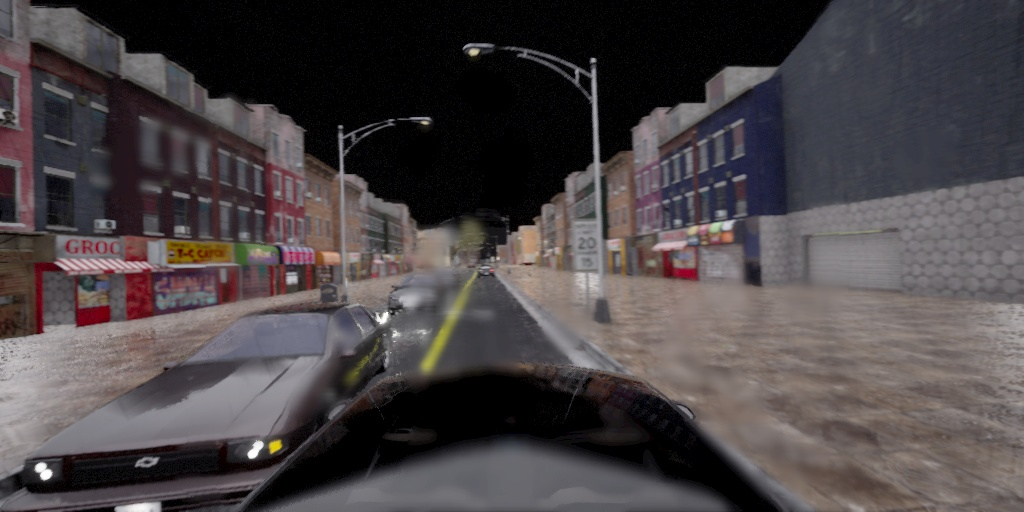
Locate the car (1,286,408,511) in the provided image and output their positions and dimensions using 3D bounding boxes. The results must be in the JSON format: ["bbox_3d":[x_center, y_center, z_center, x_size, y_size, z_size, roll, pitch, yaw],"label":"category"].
[{"bbox_3d":[-2.992,1.427,5.129,2.033,1.411,5.357,-2,-1,-8],"label":"car"}]

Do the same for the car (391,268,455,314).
[{"bbox_3d":[-3.773,1.487,14.981,2.128,1.511,4.902,-2,-1,-5],"label":"car"}]

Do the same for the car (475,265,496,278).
[{"bbox_3d":[-2.936,1.746,40.862,1.812,1.442,4.674,-2,-1,-5],"label":"car"}]

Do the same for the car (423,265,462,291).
[{"bbox_3d":[-4.610,1.613,25.302,2.128,1.511,4.902,-2,-1,-4],"label":"car"}]
